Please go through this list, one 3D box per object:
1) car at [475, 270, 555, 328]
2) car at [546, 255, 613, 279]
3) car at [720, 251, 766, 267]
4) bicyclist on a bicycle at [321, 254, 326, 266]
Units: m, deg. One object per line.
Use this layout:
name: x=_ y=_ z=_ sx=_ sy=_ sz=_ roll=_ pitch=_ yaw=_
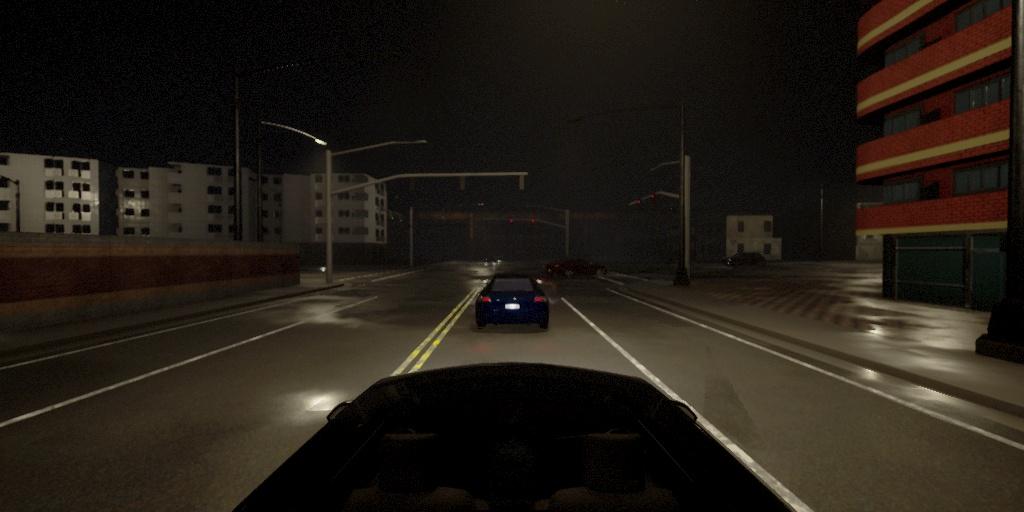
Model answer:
car: x=0.007 y=1.211 z=10.982 sx=1.994 sy=1.385 sz=4.181 roll=0 pitch=1 yaw=0
car: x=5.026 y=0.894 z=27.793 sx=5.008 sy=1.535 sz=1.882 roll=0 pitch=-1 yaw=-27
car: x=27.153 y=0.369 z=42.267 sx=4.553 sy=1.767 sz=2.097 roll=-1 pitch=1 yaw=1
bicyclist on a bicycle: x=-25.805 y=0.528 z=49.349 sx=0.582 sy=1.620 sz=1.656 roll=0 pitch=1 yaw=0
